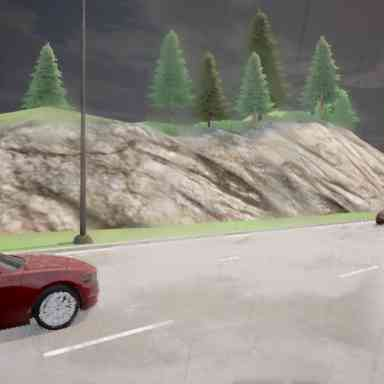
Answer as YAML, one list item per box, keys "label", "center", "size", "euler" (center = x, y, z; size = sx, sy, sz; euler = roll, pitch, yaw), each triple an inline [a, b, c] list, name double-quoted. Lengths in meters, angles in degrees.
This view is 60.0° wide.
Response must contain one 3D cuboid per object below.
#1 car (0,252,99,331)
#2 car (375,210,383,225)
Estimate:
- label: "car"
  center: [-4.005, 1.478, 5.191]
  size: [5.008, 1.535, 1.882]
  euler: [0, 0, -36]
- label: "car"
  center: [14.295, 1.564, 22.589]
  size: [4.181, 1.385, 1.994]
  euler: [0, 0, -36]
